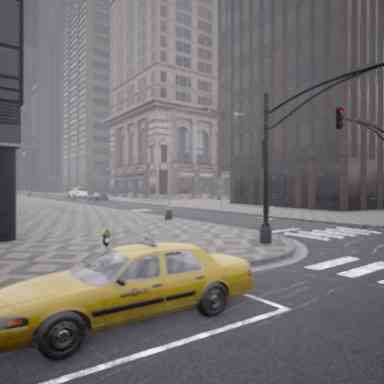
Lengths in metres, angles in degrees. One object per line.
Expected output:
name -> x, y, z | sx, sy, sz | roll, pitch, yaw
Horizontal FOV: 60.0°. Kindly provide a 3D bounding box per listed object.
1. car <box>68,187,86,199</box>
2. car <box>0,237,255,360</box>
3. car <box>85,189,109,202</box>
car -> -19.689, 0.168, 57.359 | 2.150, 2.045, 5.566 | 0, 1, -36
car -> -1.012, 1.530, 5.927 | 4.829, 1.417, 1.752 | 0, 0, -35
car -> -13.870, 0.653, 49.321 | 1.812, 1.442, 4.674 | 0, 1, -35
